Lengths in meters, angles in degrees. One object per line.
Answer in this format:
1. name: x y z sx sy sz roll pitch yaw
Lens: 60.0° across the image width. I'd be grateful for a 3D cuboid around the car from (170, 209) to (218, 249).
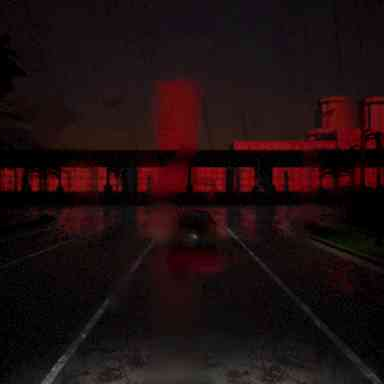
1. car: 0.082 1.501 14.641 1.882 1.535 5.008 0 0 0
